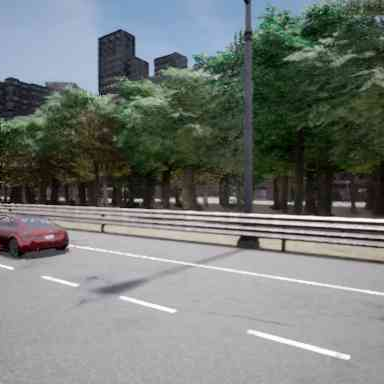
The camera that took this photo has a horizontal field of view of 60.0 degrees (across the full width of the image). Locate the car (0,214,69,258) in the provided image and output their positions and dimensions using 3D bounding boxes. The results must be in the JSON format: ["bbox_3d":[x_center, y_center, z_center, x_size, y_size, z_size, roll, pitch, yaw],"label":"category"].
[{"bbox_3d":[-6.680,1.569,12.930,4.181,1.385,1.994,0,0,35],"label":"car"}]
